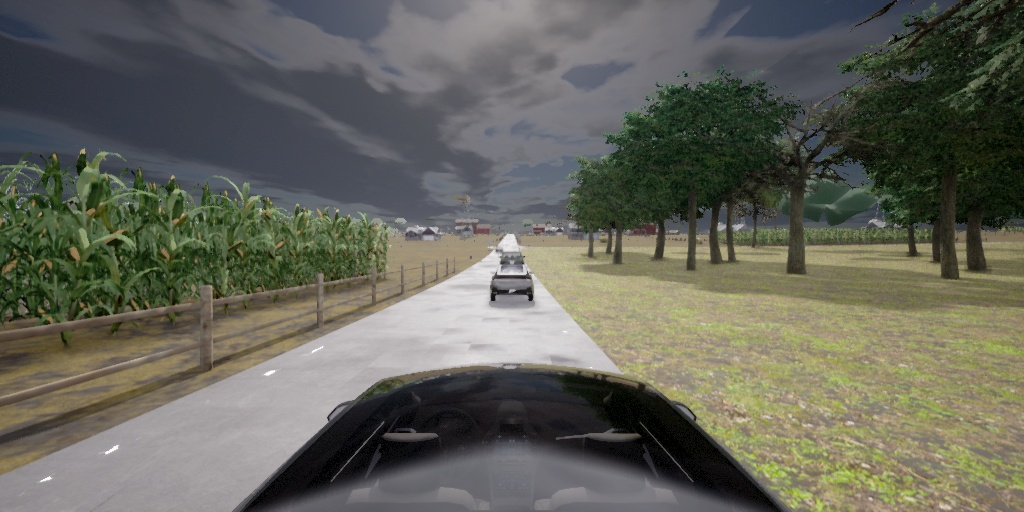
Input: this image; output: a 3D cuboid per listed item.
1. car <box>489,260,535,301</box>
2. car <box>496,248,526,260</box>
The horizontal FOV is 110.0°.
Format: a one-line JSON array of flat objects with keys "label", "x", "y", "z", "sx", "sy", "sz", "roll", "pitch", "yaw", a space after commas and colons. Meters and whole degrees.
[{"label": "car", "x": 0.000, "y": 1.136, "z": 16.494, "sx": 2.128, "sy": 1.511, "sz": 4.902, "roll": 0, "pitch": 1, "yaw": 0}, {"label": "car", "x": 0.001, "y": 0.561, "z": 31.501, "sx": 2.150, "sy": 2.045, "sz": 5.566, "roll": 0, "pitch": 2, "yaw": 0}]
